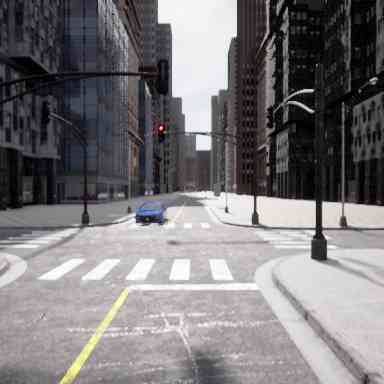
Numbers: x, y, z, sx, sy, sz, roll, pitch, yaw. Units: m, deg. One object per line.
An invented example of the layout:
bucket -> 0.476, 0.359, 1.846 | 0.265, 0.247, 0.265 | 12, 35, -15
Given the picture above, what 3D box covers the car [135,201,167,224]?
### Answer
car -> -2.884, 1.453, 24.211 | 1.882, 1.535, 5.008 | 0, 2, 0
